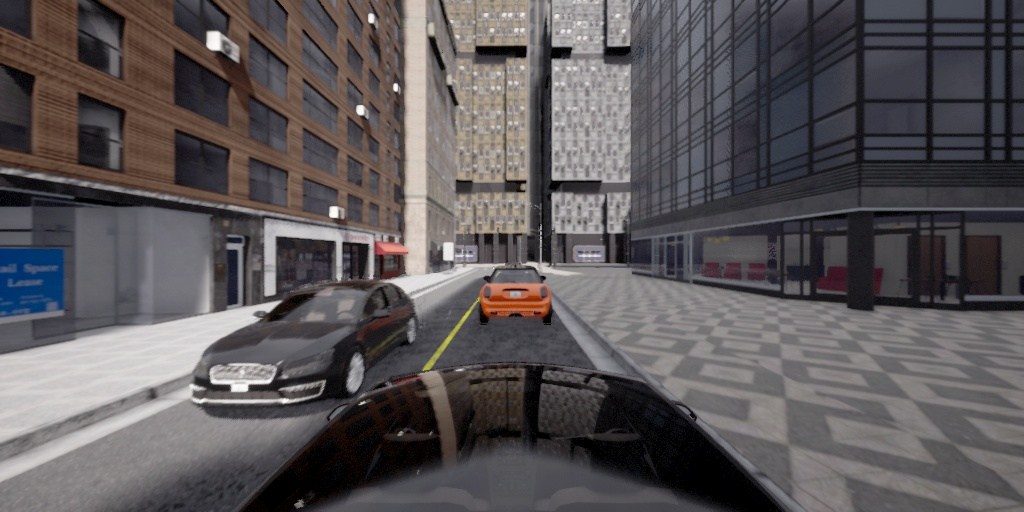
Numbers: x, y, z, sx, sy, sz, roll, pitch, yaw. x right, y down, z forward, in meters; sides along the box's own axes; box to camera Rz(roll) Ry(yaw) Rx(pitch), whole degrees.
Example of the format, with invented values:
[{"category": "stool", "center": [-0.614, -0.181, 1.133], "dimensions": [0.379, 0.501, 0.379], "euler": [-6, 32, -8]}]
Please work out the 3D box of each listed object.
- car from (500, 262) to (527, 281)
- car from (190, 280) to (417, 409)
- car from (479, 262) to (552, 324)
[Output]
[{"category": "car", "center": [0.101, 1.219, 29.888], "dimensions": [2.033, 1.411, 5.357], "euler": [0, 0, 0]}, {"category": "car", "center": [-3.100, 1.240, 6.509], "dimensions": [1.837, 1.490, 4.892], "euler": [0, 0, 0]}, {"category": "car", "center": [0.100, 1.069, 12.006], "dimensions": [2.097, 1.767, 4.553], "euler": [0, 0, 0]}]
